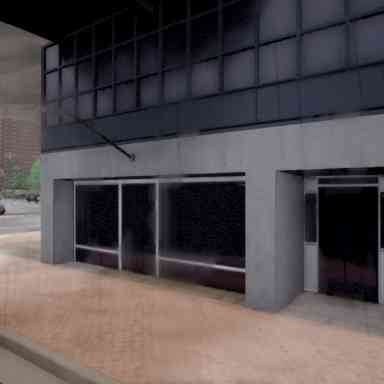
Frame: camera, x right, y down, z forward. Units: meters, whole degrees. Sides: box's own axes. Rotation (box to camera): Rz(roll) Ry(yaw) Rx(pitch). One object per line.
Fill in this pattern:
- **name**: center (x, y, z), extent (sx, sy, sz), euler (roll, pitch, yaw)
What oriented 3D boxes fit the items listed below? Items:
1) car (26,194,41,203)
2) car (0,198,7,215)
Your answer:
- **car**: center (-30.218, 1.153, 64.697), extent (4.605, 1.855, 1.932), euler (0, 0, 35)
- **car**: center (-17.866, 1.491, 27.171), extent (2.128, 1.511, 4.902), euler (0, 0, 36)
